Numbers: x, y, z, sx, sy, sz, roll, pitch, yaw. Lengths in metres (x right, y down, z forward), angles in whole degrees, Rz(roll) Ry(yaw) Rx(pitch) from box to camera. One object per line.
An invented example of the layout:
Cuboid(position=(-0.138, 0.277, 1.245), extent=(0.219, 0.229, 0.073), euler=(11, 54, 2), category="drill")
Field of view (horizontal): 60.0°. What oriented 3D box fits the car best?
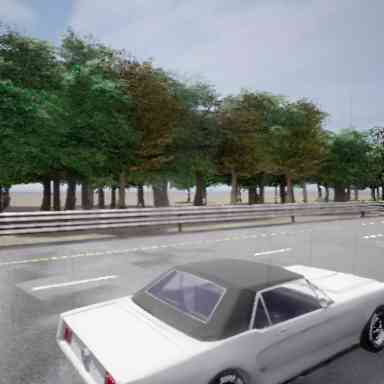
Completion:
Cuboid(position=(0.862, 1.602, 4.490), extent=(4.718, 1.301, 1.895), euler=(0, 0, -36), category="car")
